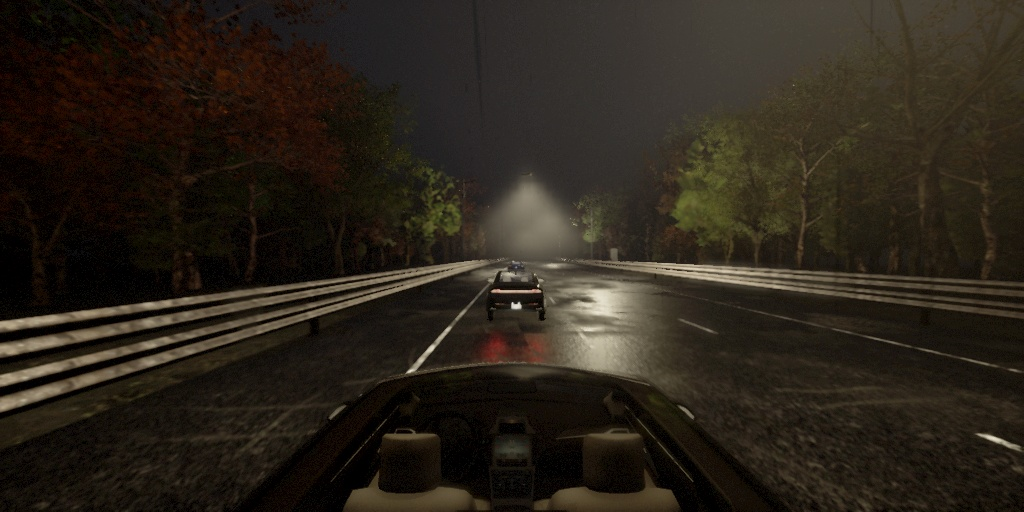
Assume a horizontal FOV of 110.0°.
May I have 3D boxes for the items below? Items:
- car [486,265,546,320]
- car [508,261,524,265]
[{"bbox_3d":[0.136,1.234,12.664,2.128,1.511,4.902,0,0,0],"label":"car"},{"bbox_3d":[0.515,1.285,43.393,1.994,1.385,4.181,0,0,1],"label":"car"}]
